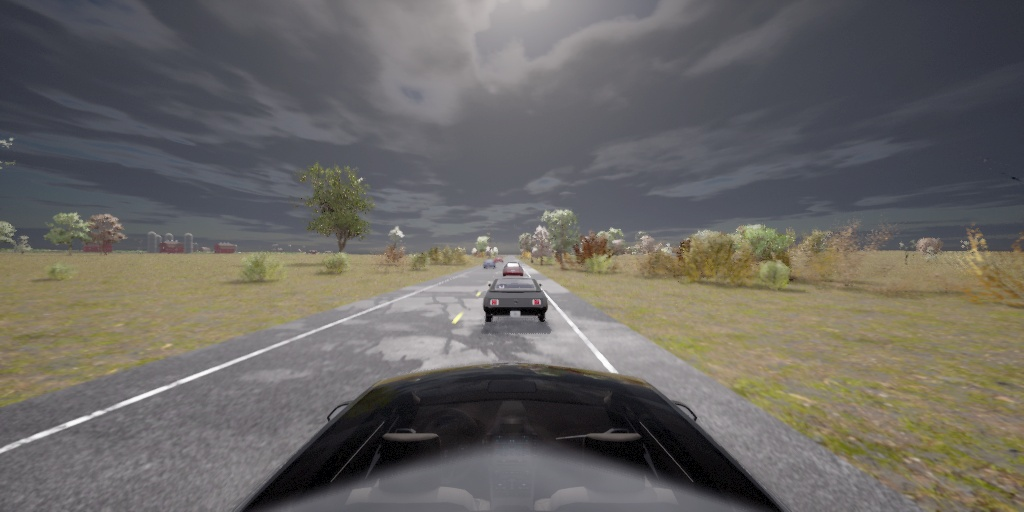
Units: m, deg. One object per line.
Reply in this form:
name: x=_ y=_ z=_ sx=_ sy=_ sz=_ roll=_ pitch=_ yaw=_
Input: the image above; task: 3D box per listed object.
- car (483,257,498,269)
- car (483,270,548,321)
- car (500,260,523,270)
car: x=-3.551 y=1.264 z=56.447 sx=1.812 sy=1.442 sz=4.674 roll=0 pitch=0 yaw=1
car: x=0.101 y=1.350 z=12.427 sx=1.895 sy=1.301 sz=4.718 roll=0 pitch=0 yaw=0
car: x=0.102 y=1.309 z=34.974 sx=1.994 sy=1.385 sz=4.181 roll=0 pitch=0 yaw=0
